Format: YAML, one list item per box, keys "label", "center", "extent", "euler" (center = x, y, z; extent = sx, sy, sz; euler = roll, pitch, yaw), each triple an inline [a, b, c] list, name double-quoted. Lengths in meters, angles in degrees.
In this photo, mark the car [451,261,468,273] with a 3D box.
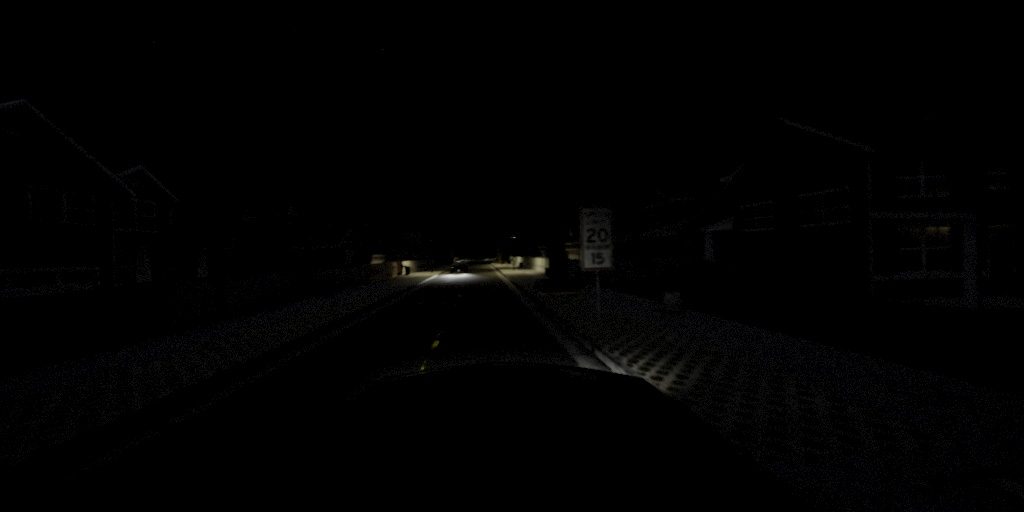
- label: "car"
  center: [-6.219, 1.305, 42.662]
  extent: [1.895, 1.301, 4.718]
  euler: [-2, 0, -5]
